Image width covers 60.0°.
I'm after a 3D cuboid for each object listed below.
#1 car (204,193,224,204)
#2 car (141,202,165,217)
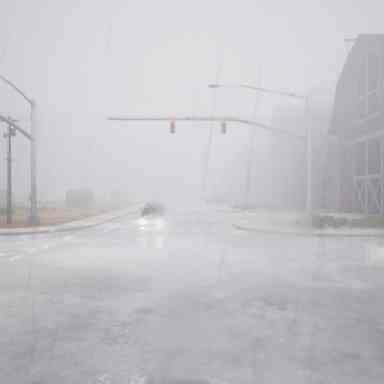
[{"bbox_3d":[4.078,1.136,60.193,1.905,1.878,3.866,-8,3,-42],"label":"car"},{"bbox_3d":[-3.625,1.593,31.598,1.895,1.301,4.718,0,0,0],"label":"car"}]
